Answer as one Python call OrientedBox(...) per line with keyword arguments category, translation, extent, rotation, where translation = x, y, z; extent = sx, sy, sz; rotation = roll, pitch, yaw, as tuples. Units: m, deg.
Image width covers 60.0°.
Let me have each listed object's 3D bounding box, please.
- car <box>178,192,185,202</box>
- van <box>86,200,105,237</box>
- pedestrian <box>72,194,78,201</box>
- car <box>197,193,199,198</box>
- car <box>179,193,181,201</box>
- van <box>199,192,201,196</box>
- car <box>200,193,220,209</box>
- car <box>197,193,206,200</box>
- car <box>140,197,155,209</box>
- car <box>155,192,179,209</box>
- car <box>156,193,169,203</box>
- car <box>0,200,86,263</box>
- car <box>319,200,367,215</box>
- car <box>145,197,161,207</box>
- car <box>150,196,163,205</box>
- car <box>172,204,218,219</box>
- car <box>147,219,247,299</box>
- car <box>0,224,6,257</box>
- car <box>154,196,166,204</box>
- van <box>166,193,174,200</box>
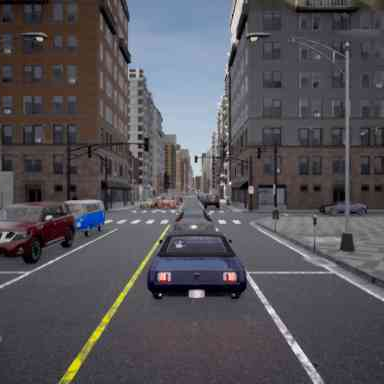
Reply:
OrientedBox(category="car", translation=(-3.068, 1.081, 69.008), extent=(2.150, 2.045, 5.566), rotation=(0, 0, 0))
OrientedBox(category="van", translation=(-5.875, 1.335, 17.745), extent=(1.690, 1.788, 3.998), rotation=(0, 0, 0))
OrientedBox(category="pedestrian", translation=(-12.586, 1.089, 35.704), extent=(0.375, 1.860, 0.375), rotation=(0, 0, 1))
OrientedBox(category="car", translation=(2.600, 1.370, 73.195), extent=(1.752, 1.417, 4.829), rotation=(0, 0, 0))
OrientedBox(category="car", translation=(-3.136, 1.409, 53.812), extent=(1.837, 1.490, 4.892), rotation=(0, 0, 0))
OrientedBox(category="van", translation=(2.611, 1.221, 61.711), extent=(1.690, 1.788, 3.998), rotation=(0, 0, 0))
OrientedBox(category="car", translation=(2.627, 1.244, 44.741), extent=(2.192, 1.841, 5.009), rotation=(0, 0, 0))
OrientedBox(category="car", translation=(2.584, 1.105, 89.993), extent=(2.192, 1.841, 5.009), rotation=(0, 0, 0))
OrientedBox(category="car", translation=(-5.899, 1.454, 44.591), extent=(1.752, 1.417, 4.829), rotation=(0, 0, 0))
OrientedBox(category="car", translation=(-3.190, 1.284, 43.395), extent=(2.097, 1.767, 4.553), rotation=(0, 0, 2))
OrientedBox(category="car", translation=(-5.920, 1.178, 67.380), extent=(2.192, 1.841, 5.009), rotation=(0, 0, 0))
OrientedBox(category="car", translation=(-5.870, 1.312, 12.103), extent=(2.192, 1.841, 5.009), rotation=(0, 0, 0))
OrientedBox(category="car", translation=(14.615, 1.516, 32.283), extent=(4.181, 1.385, 1.994), rotation=(0, 0, 1))
OrientedBox(category="car", translation=(-5.905, 1.479, 50.416), extent=(1.947, 1.339, 4.313), rotation=(0, 0, 0))
OrientedBox(category="car", translation=(-5.910, 1.422, 55.901), extent=(1.752, 1.417, 4.829), rotation=(0, 0, 0))
OrientedBox(category="car", translation=(0.079, 1.559, 17.141), extent=(1.994, 1.385, 4.181), rotation=(0, 0, 0))
OrientedBox(category="car", translation=(0.091, 1.599, 8.381), extent=(1.895, 1.301, 4.718), rotation=(0, 0, 0))
OrientedBox(category="car", translation=(-5.865, 1.564, 6.463), extent=(1.947, 1.339, 4.313), rotation=(0, 0, 0))
OrientedBox(category="car", translation=(-5.915, 1.406, 61.556), extent=(1.752, 1.417, 4.829), rotation=(0, 0, 0))
OrientedBox(category="van", translation=(-5.941, 1.131, 90.000), extent=(1.690, 1.788, 3.998), rotation=(0, 0, 0))
